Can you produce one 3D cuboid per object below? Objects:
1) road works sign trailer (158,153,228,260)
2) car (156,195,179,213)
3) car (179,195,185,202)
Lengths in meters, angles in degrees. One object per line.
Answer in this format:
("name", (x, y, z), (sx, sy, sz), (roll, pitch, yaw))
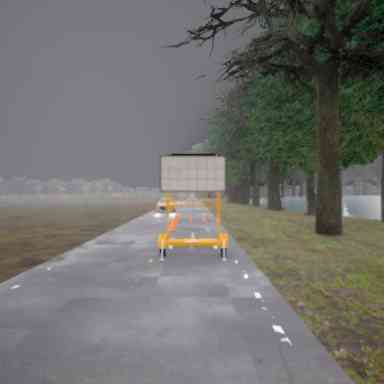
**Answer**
("road works sign trailer", (0.042, 0.406, 12.077), (2.380, 3.560, 2.880), (0, 0, 0))
("car", (-2.719, 1.366, 35.836), (1.882, 1.535, 5.008), (0, 0, 0))
("car", (-2.477, 1.409, 76.550), (2.128, 1.511, 4.902), (0, 0, 0))
